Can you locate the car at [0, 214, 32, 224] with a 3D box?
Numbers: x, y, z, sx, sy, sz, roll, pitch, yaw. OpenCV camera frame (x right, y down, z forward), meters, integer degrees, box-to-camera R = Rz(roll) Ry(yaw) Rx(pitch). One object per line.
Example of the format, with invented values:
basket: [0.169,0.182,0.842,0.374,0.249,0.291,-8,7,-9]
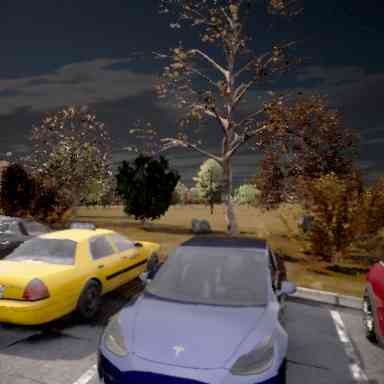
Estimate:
car: [-5.062,1.438,9.128,2.231,1.521,4.892,0,-1,16]

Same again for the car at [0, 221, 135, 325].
car: [-2.256,1.453,7.337,1.946,1.575,5.366,0,-1,16]

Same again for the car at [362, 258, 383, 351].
car: [3.228,1.365,3.237,2.185,1.767,4.553,1,0,16]

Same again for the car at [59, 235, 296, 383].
car: [0.455,1.501,5.153,2.163,1.488,4.792,1,0,16]
